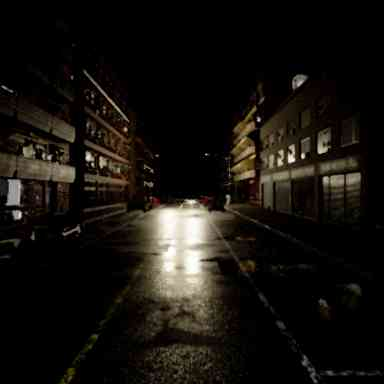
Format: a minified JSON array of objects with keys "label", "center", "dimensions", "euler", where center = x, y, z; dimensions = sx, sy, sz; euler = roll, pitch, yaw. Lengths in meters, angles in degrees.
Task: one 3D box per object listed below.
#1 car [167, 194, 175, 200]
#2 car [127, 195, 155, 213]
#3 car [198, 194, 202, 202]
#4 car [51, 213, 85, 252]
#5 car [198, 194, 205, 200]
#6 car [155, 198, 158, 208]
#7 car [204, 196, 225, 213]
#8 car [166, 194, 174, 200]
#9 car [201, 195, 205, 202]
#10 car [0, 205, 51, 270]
[{"label":"car","center":[-5.840,1.380,92.702],"dimensions":[2.008,1.369,4.403],"euler":[0,0,0]},{"label":"car","center":[-5.746,1.253,36.340],"dimensions":[2.192,1.841,5.009],"euler":[0,0,0]},{"label":"car","center":[2.578,1.422,70.167],"dimensions":[2.008,1.369,4.403],"euler":[0,0,0]},{"label":"car","center":[-5.711,1.560,13.795],"dimensions":[1.802,1.307,4.206],"euler":[0,0,0]},{"label":"car","center":[2.541,1.352,92.881],"dimensions":[1.752,1.417,4.829],"euler":[0,0,0]},{"label":"car","center":[-5.757,1.368,41.975],"dimensions":[1.967,1.590,4.097],"euler":[0,0,0]},{"label":"car","center":[2.633,1.460,36.520],"dimensions":[1.752,1.417,4.829],"euler":[0,0,0]},{"label":"car","center":[-5.831,1.391,87.065],"dimensions":[2.008,1.369,4.403],"euler":[0,0,0]},{"label":"car","center":[2.614,1.459,47.622],"dimensions":[1.887,1.381,4.507],"euler":[0,0,0]},{"label":"car","center":[-5.700,1.303,8.158],"dimensions":[2.192,1.841,5.009],"euler":[0,0,0]}]
